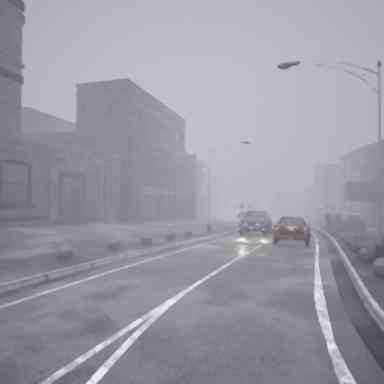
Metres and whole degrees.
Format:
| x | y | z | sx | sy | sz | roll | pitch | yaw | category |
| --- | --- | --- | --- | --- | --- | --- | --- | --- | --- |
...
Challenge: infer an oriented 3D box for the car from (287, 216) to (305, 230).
| x | y | z | sx | sy | sz | roll | pitch | yaw | category |
| --- | --- | --- | --- | --- | --- | --- | --- | --- | --- |
| 12.001 | 3.549 | 38.772 | 1.837 | 1.490 | 4.892 | 0 | -4 | 15 | car |

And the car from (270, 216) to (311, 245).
| x | y | z | sx | sy | sz | roll | pitch | yaw | category |
| --- | --- | --- | --- | --- | --- | --- | --- | --- | --- |
| 6.523 | 2.335 | 21.483 | 2.097 | 1.767 | 4.553 | 0 | -3 | 20 | car |

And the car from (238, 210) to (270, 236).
| x | y | z | sx | sy | sz | roll | pitch | yaw | category |
| --- | --- | --- | --- | --- | --- | --- | --- | --- | --- |
| 5.402 | 2.543 | 28.022 | 2.150 | 2.045 | 5.566 | 0 | -3 | 19 | car |
